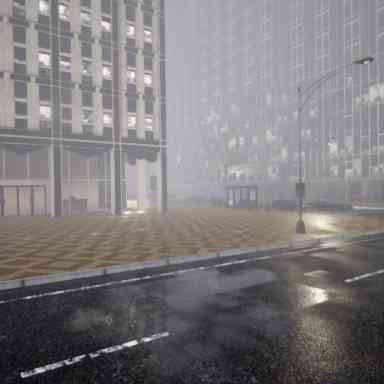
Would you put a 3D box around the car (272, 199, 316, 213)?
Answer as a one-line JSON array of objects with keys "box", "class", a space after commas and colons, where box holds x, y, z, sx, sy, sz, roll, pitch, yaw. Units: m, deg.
[{"box": [10.320, 1.419, 34.908, 1.947, 1.339, 4.313, -1, 1, -34], "class": "car"}]

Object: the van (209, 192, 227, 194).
[{"box": [4.477, 0.849, 58.465, 1.690, 1.788, 3.998, -1, 1, -34], "class": "van"}]

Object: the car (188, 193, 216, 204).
[{"box": [1.412, 1.230, 52.717, 1.895, 1.301, 4.718, -1, 1, -34], "class": "car"}]

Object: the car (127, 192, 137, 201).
[{"box": [-12.079, 1.034, 67.789, 2.008, 1.369, 4.403, 0, 1, -34], "class": "car"}]

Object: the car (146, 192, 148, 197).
[{"box": [-8.383, 0.608, 77.212, 2.192, 1.841, 5.009, -1, 1, -34], "class": "car"}]

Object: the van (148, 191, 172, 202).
[{"box": [-5.648, 0.932, 58.413, 1.690, 1.788, 3.998, -1, 1, -34], "class": "van"}]

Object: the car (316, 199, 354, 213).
[{"box": [14.063, 1.434, 34.246, 1.895, 1.301, 4.718, -1, 1, -34], "class": "car"}]

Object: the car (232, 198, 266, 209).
[{"box": [7.119, 1.383, 39.607, 1.802, 1.307, 4.206, -1, 1, -34], "class": "car"}]

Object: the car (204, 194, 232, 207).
[{"box": [3.952, 1.314, 44.327, 1.947, 1.339, 4.313, -1, 1, -34], "class": "car"}]

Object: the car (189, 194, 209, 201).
[{"box": [1.263, 1.037, 63.155, 1.802, 1.307, 4.206, -1, 1, -34], "class": "car"}]

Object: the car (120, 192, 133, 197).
[{"box": [-18.028, 0.681, 91.275, 2.008, 1.369, 4.403, 0, 1, -34], "class": "car"}]

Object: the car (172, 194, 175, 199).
[{"box": [-5.167, 0.929, 72.529, 1.802, 1.307, 4.206, -1, 1, -34], "class": "car"}]

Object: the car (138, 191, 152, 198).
[{"box": [-11.598, 0.679, 81.900, 1.967, 1.590, 4.097, -1, 1, -34], "class": "car"}]
